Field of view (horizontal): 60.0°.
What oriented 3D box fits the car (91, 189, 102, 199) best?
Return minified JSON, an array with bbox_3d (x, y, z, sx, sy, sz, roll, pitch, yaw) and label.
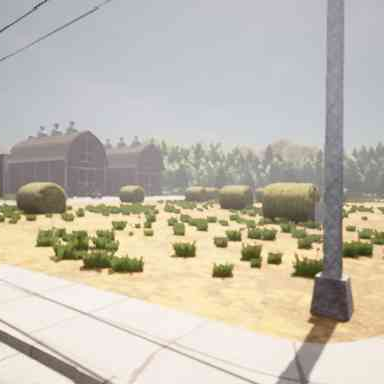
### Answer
[{"bbox_3d":[-20.139,0.463,70.508,1.905,1.878,3.866,6,1,-10],"label":"car"}]
